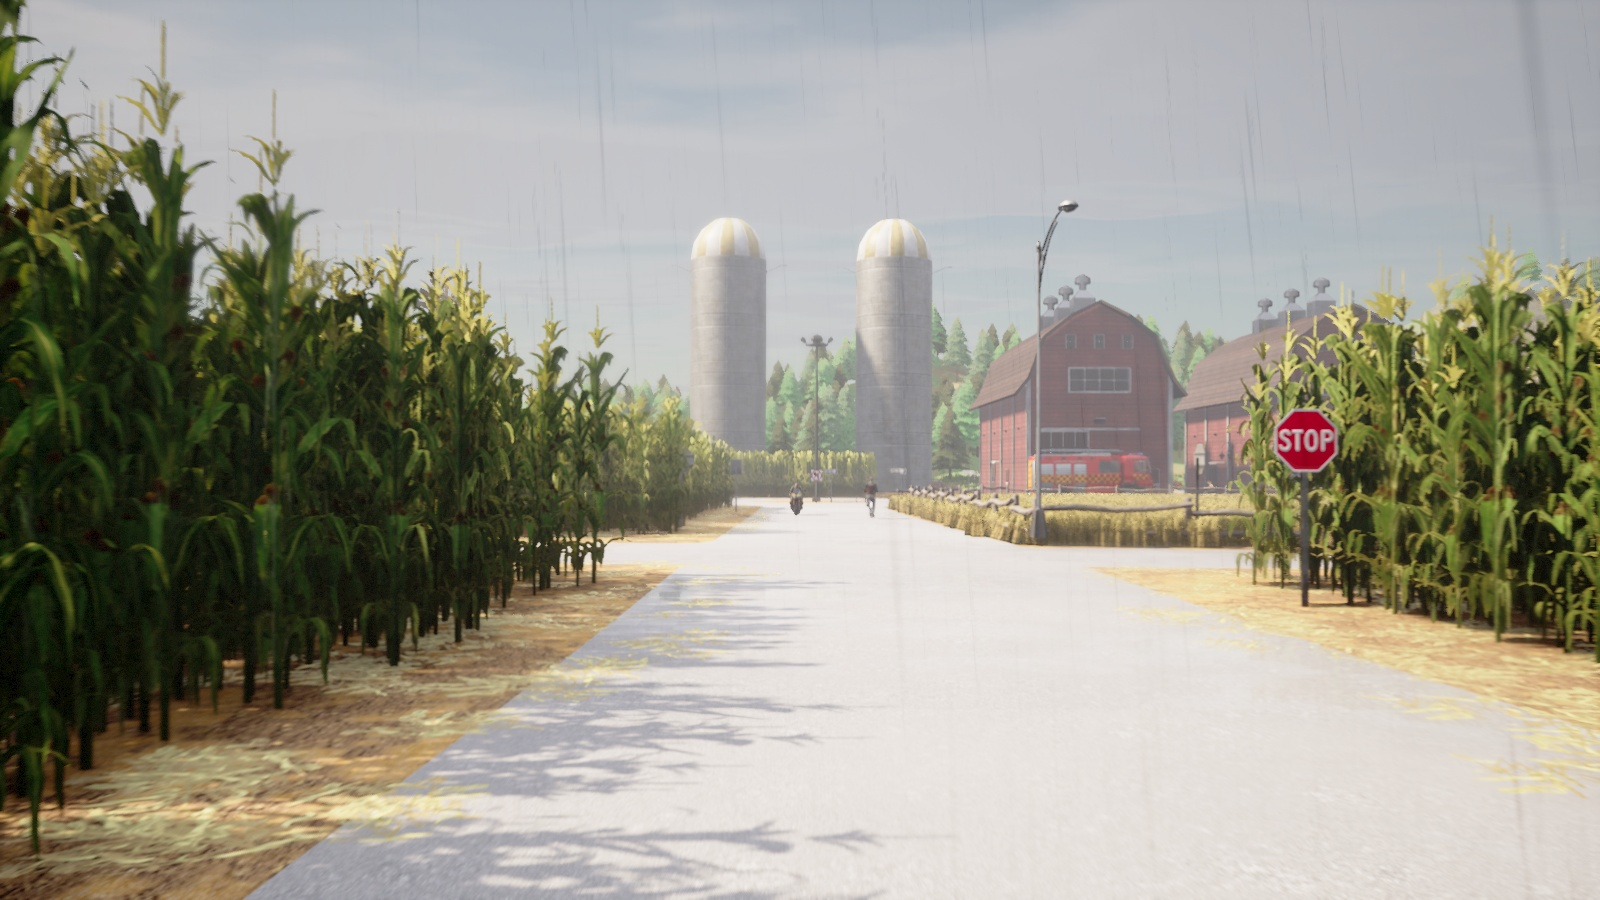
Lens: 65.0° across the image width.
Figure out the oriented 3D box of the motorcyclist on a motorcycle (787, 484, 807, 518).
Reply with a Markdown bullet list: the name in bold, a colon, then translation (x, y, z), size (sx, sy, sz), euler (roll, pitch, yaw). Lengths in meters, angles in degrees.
- **motorcyclist on a motorcycle**: translation (-0.138, 2.334, 58.208), size (0.866, 1.530, 2.191), euler (0, -1, 0)

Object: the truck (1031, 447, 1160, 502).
- **truck**: translation (21.095, 1.741, 89.883), size (8.468, 3.827, 2.891), euler (0, -1, -7)
